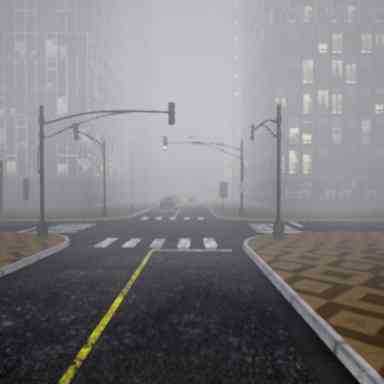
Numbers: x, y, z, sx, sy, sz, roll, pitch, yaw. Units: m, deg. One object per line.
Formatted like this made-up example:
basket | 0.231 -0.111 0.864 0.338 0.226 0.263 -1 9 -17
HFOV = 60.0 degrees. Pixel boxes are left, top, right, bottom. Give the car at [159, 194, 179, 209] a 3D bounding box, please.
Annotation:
car | -3.083 1.304 42.633 1.882 1.535 5.008 0 0 0

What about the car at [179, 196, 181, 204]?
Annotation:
car | -3.043 1.123 59.067 2.097 1.767 4.553 0 0 1

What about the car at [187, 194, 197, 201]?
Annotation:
car | 0.004 1.234 74.797 2.128 1.511 4.902 0 0 0

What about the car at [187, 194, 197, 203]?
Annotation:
car | 0.003 1.302 64.379 2.033 1.411 5.357 0 0 0
